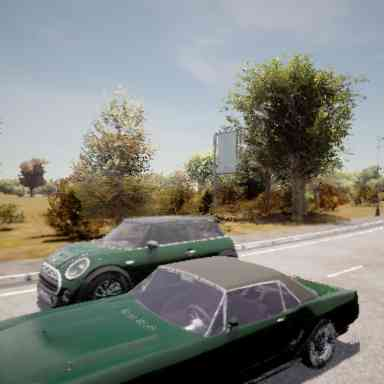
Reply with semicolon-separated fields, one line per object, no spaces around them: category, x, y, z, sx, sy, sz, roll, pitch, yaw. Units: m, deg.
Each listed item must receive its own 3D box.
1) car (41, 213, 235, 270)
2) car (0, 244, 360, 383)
car;-1.054;1.378;7.752;4.553;1.767;2.097;0;0;-38
car;0.052;1.616;4.156;4.718;1.301;1.895;0;0;-37
